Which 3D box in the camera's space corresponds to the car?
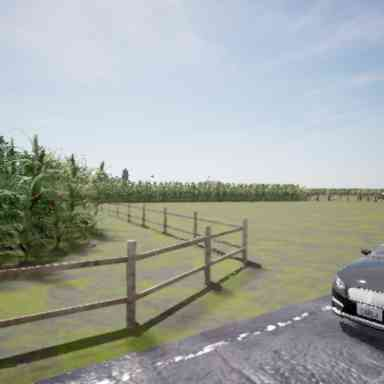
[{"bbox_3d":[4.637,1.532,6.371,4.902,1.511,2.128,0,0,-35],"label":"car"}]
